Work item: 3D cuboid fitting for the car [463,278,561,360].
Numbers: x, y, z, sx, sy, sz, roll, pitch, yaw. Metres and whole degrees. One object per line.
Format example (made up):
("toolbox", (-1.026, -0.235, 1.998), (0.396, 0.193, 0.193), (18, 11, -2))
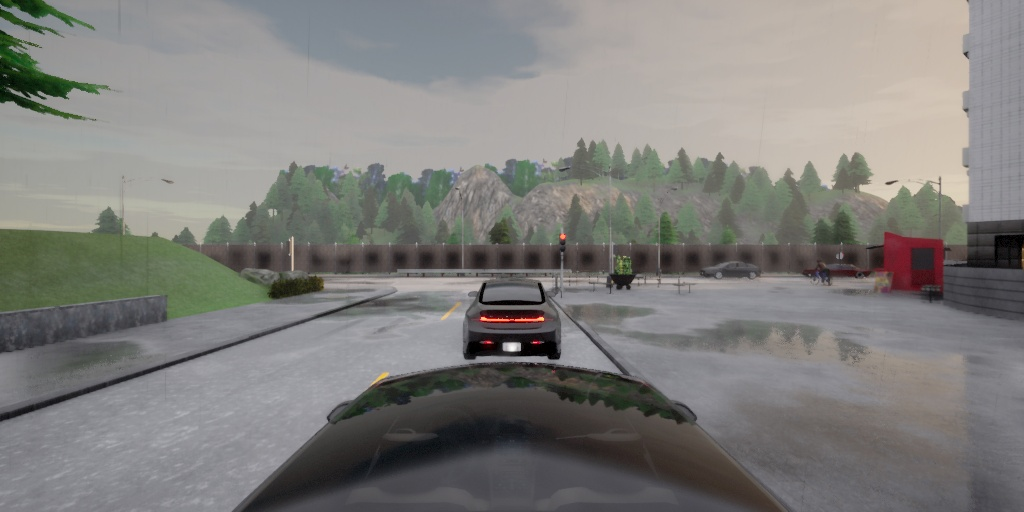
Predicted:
("car", (0.001, 1.254, 8.341), (1.837, 1.490, 4.892), (0, 0, 0))

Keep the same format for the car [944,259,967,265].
("car", (38.601, 1.097, 31.513), (4.553, 1.767, 2.097), (0, 0, 0))

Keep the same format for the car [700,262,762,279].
("car", (19.055, 1.250, 31.363), (4.892, 1.490, 1.837), (0, 0, -1))

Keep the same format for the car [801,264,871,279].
("car", (28.311, 1.346, 31.440), (4.718, 1.301, 1.895), (0, 0, 0))

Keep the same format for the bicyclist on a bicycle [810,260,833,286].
("bicyclist on a bicycle", (19.811, 1.095, 22.970), (0.582, 1.620, 1.656), (0, 0, -1))
